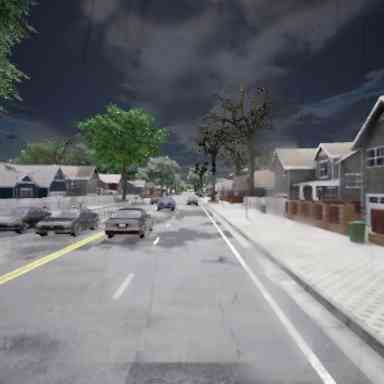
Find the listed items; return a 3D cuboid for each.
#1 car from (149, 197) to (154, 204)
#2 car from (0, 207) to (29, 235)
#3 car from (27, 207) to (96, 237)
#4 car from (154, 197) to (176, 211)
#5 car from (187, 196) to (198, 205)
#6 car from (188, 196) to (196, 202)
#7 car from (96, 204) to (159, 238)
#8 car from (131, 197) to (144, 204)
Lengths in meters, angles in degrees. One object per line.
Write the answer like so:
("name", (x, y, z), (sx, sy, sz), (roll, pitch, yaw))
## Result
("car", (-6.533, 1.624, 60.378), (2.033, 1.411, 5.357), (0, 0, 0))
("car", (-9.853, 1.566, 19.343), (2.033, 1.411, 5.357), (0, 0, 0))
("car", (-6.603, 1.562, 18.290), (2.033, 1.411, 5.357), (0, 0, 0))
("car", (-3.167, 1.395, 42.192), (2.097, 1.767, 4.553), (0, 0, 0))
("car", (0.078, 1.670, 59.140), (1.895, 1.301, 4.718), (0, 0, 0))
("car", (-0.028, 1.657, 81.543), (2.033, 1.411, 5.357), (0, 0, 0))
("car", (-3.157, 1.558, 17.568), (2.033, 1.411, 5.357), (0, 0, 0))
("car", (-9.790, 1.603, 60.400), (1.812, 1.442, 4.674), (0, 0, 1))
